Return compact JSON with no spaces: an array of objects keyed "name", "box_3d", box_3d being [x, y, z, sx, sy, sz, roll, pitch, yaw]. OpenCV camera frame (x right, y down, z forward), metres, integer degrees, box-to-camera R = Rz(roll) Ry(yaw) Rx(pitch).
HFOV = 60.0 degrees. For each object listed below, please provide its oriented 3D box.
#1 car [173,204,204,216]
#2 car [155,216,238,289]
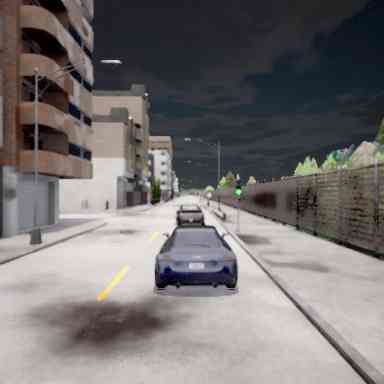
[{"name":"car","box_3d":[-0.242,1.585,23.201,2.128,1.511,4.902,0,0,-5]},{"name":"car","box_3d":[0.102,1.601,9.313,1.994,1.385,4.181,0,0,0]}]
